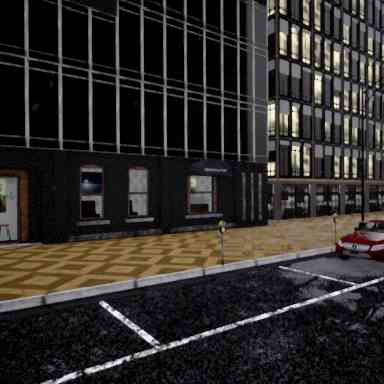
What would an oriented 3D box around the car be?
[{"bbox_3d":[6.595,1.578,11.242,4.206,1.307,1.802,0,0,-35],"label":"car"}]
